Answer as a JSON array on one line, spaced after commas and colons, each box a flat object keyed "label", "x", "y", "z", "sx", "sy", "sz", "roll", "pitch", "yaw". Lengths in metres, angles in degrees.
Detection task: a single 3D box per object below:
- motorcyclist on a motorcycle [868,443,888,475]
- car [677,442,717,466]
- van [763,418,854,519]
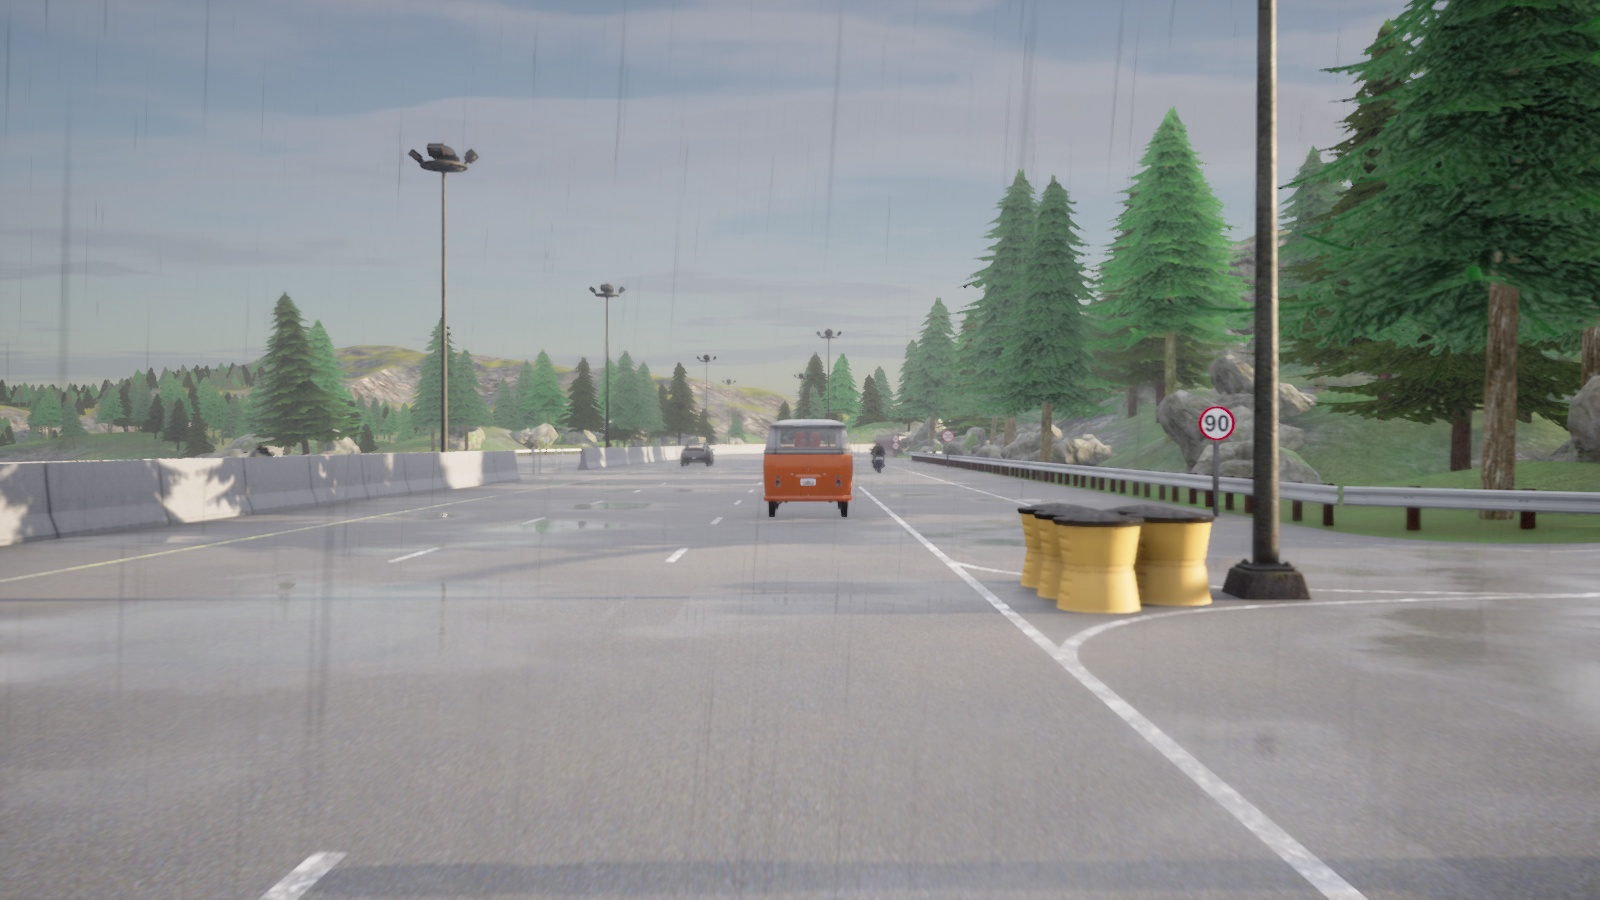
[{"label": "motorcyclist on a motorcycle", "x": 3.879, "y": 0.422, "z": 62.210, "sx": 0.866, "sy": 1.530, "sz": 2.191, "roll": 0, "pitch": 0, "yaw": 0}, {"label": "car", "x": -6.515, "y": 0.231, "z": 80.130, "sx": 2.128, "sy": 1.511, "sz": 4.902, "roll": 0, "pitch": 1, "yaw": 0}, {"label": "van", "x": 0.173, "y": 0.343, "z": 26.827, "sx": 1.775, "sy": 1.987, "sz": 4.442, "roll": 0, "pitch": 0, "yaw": 0}]
